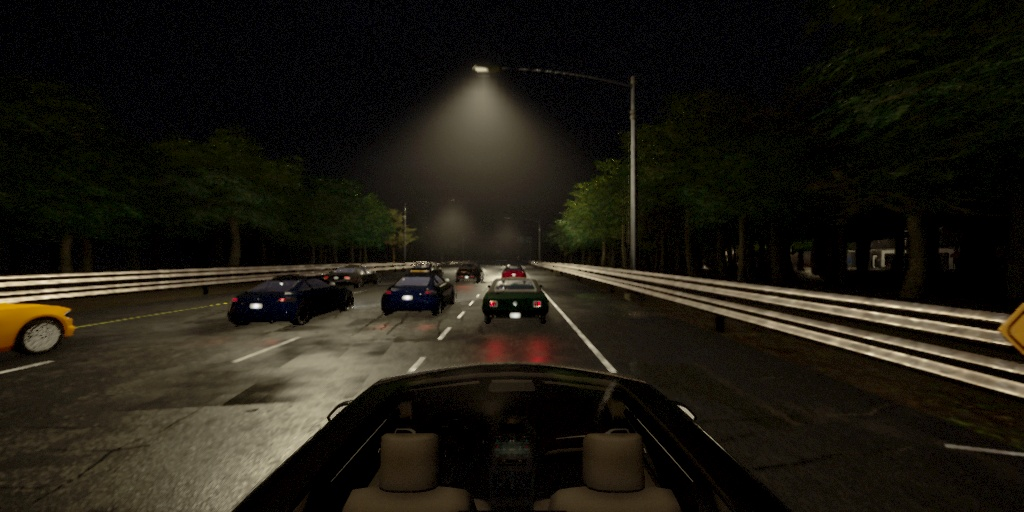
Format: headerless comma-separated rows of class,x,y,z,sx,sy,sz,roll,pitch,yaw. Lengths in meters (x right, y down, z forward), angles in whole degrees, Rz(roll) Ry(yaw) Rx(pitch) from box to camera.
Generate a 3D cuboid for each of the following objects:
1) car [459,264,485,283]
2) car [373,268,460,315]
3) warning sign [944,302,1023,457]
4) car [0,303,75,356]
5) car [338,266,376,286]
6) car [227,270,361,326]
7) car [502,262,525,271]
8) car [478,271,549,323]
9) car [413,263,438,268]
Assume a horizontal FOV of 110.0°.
car,-3.356,1.351,29.102,1.837,1.490,4.892,0,0,0
car,-3.395,1.332,13.662,1.994,1.385,4.181,0,0,0
warning sign,4.550,0.865,2.881,1.300,1.860,1.060,0,0,0
car,-10.428,1.229,5.646,1.882,1.535,5.008,0,0,0
car,-10.382,1.359,23.721,2.033,1.411,5.357,0,0,0
car,-6.901,1.326,11.690,1.994,1.385,4.181,0,0,0
car,0.145,1.414,29.659,1.994,1.385,4.181,0,0,0
car,0.102,1.364,12.153,1.895,1.301,4.718,0,0,0
car,-6.857,1.337,28.957,2.128,1.511,4.902,0,0,0
